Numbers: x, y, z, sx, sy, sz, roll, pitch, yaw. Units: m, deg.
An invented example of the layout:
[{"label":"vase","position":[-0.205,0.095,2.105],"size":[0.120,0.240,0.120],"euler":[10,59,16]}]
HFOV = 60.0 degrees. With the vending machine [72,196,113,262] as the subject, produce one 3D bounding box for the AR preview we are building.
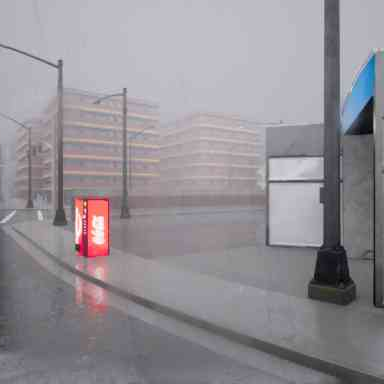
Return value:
[{"label":"vending machine","position":[-3.375,1.195,11.275],"size":[1.100,2.100,0.880],"euler":[0,0,-36]}]
